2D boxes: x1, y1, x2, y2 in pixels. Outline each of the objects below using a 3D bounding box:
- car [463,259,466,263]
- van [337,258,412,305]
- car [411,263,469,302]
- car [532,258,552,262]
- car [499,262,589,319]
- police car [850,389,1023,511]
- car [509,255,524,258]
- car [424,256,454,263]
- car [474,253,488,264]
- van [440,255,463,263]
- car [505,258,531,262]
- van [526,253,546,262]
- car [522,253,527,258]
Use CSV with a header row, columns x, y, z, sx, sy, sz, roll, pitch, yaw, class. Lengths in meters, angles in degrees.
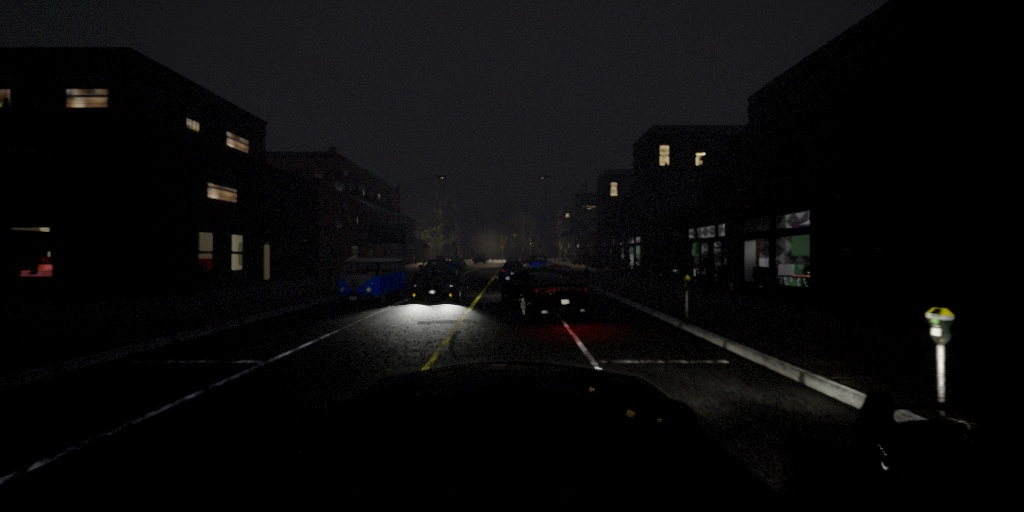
x,y,z,sx,sy,sz,roll,pitch,yaw,class
-5.687,0.969,37.082,2.007,1.370,4.403,0,0,0,car
-5.689,0.969,14.910,1.690,1.789,3.998,0,0,0,van
-3.096,1.183,15.896,1.994,1.385,4.181,0,1,0,car
2.693,1.049,26.178,1.751,1.417,4.829,0,0,0,car
0.921,1.128,12.517,1.882,1.535,5.008,0,0,-14,car
3.133,1.188,0.248,1.930,1.638,5.238,0,1,0,police car
0.104,0.869,47.215,2.033,1.411,5.357,0,1,0,car
-5.688,0.964,25.996,1.967,1.591,4.097,0,0,0,car
-5.685,0.462,64.797,2.192,1.841,5.009,0,0,0,car
-5.688,0.812,31.538,1.690,1.789,3.998,0,0,0,van
0.078,1.090,25.816,1.994,1.385,4.181,0,1,0,car
2.694,0.759,37.095,1.690,1.789,3.998,0,0,0,van
2.695,0.642,59.266,1.967,1.591,4.097,0,0,0,car
